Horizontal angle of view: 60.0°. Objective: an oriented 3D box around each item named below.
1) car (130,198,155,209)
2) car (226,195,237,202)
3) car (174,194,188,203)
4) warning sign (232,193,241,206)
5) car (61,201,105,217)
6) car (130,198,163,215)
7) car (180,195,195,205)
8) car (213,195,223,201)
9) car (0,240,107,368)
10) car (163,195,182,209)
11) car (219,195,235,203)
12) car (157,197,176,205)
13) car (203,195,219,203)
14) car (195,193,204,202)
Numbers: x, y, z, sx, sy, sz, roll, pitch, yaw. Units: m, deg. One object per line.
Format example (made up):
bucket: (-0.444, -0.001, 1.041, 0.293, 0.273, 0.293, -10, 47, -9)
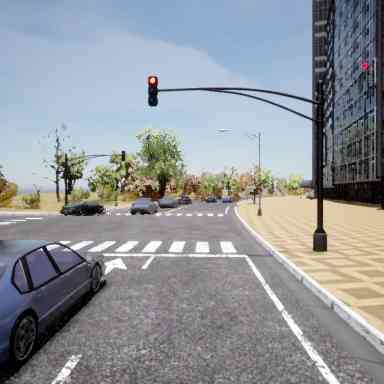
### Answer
car: (-6.655, 1.547, 45.595, 2.033, 1.411, 5.357, 0, 0, 8)
car: (9.646, 1.545, 80.386, 2.128, 1.511, 4.902, 0, 0, 14)
car: (-2.266, 1.360, 71.571, 2.097, 1.767, 4.553, 0, 0, 11)
warning sign: (6.476, 1.122, 48.236, 1.300, 1.860, 1.060, 0, 0, 8)
car: (-10.344, 1.561, 31.793, 1.994, 1.385, 4.181, 0, 0, 33)
car: (-4.760, 1.546, 33.849, 2.033, 1.411, 5.357, 0, 0, 6)
car: (-1.183, 1.512, 59.916, 1.837, 1.490, 4.892, 0, 0, 10)
car: (6.336, 1.392, 80.514, 1.812, 1.442, 4.674, 0, 0, 14)
car: (-3.035, 1.547, 5.698, 2.033, 1.411, 5.357, 0, 0, 1)
car: (-3.250, 1.549, 46.527, 2.033, 1.411, 5.357, 0, 0, 8)
car: (7.492, 1.561, 70.085, 2.033, 1.411, 5.357, 0, 0, 12)
car: (-4.519, 1.551, 59.678, 2.033, 1.411, 5.357, 0, 0, 10)
car: (4.214, 1.559, 70.807, 1.994, 1.385, 4.181, 0, 0, 12)
car: (1.574, 1.223, 74.089, 2.150, 2.045, 5.566, 0, 0, 11)
